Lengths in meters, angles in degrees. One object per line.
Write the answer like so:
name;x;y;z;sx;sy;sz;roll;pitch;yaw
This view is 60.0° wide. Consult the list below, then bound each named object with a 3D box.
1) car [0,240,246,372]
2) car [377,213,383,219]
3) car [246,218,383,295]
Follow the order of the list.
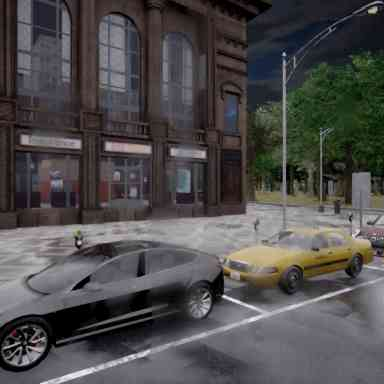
car;-1.376;1.566;5.668;4.313;1.339;1.947;0;0;-36
car;7.475;1.441;11.988;4.097;1.590;1.967;0;0;-36
car;2.911;1.525;8.730;4.829;1.417;1.752;0;0;-36
